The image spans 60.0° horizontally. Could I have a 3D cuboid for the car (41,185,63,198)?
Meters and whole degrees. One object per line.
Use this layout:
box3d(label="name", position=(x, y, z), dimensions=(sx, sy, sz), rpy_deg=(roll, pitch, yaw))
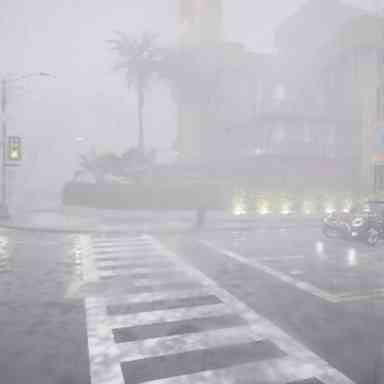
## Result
box3d(label="car", position=(-19.465, 0.090, 50.021), dimensions=(1.882, 1.535, 5.008), rpy_deg=(1, 1, 31))

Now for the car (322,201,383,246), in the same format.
box3d(label="car", position=(7.853, 1.156, 14.122), dimensions=(4.553, 1.767, 2.097), rpy_deg=(0, 1, -20))

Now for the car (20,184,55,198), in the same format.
box3d(label="car", position=(-23.183, -0.235, 50.591), dimensions=(2.150, 2.045, 5.566), rpy_deg=(1, 1, 28))
